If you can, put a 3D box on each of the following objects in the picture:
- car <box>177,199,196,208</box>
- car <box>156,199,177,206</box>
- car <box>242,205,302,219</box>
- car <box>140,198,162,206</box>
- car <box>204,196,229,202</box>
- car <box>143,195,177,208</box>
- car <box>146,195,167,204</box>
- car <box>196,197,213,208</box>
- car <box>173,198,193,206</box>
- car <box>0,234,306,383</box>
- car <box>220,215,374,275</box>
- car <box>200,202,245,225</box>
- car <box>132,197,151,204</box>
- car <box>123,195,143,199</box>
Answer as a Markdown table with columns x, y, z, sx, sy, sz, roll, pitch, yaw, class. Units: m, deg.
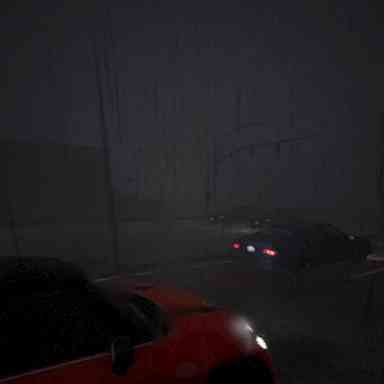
| x | y | z | sx | sy | sz | roll | pitch | yaw | class |
| --- | --- | --- | --- | --- | --- | --- | --- | --- | --- |
| -2.189 | 1.904 | 54.839 | 2.033 | 1.411 | 5.357 | 1 | 0 | -36 | car |
| -5.073 | 1.999 | 64.829 | 1.895 | 1.301 | 4.718 | 1 | 0 | -36 | car |
| 5.717 | 1.771 | 22.193 | 4.181 | 1.385 | 1.994 | 1 | 0 | -35 | car |
| -7.778 | 1.861 | 62.577 | 1.837 | 1.490 | 4.892 | 1 | 0 | -36 | car |
| 4.068 | 1.662 | 58.161 | 2.150 | 2.045 | 5.566 | 1 | -1 | -36 | car |
| -5.218 | 1.536 | 53.056 | 2.150 | 2.045 | 5.566 | 1 | 0 | -35 | car |
| -8.095 | 1.664 | 74.995 | 2.150 | 2.045 | 5.566 | 1 | 0 | -36 | car |
| 0.810 | 1.946 | 56.669 | 2.033 | 1.411 | 5.357 | 1 | 0 | -36 | car |
| -1.817 | 2.003 | 66.311 | 1.994 | 1.385 | 4.181 | 1 | 0 | -37 | car |
| -1.388 | 1.355 | 2.756 | 4.553 | 1.767 | 2.097 | 1 | -1 | -36 | car |
| 3.688 | 1.656 | 10.711 | 5.357 | 1.411 | 2.033 | 1 | 0 | -35 | car |
| 3.321 | 1.707 | 24.783 | 4.892 | 1.490 | 1.837 | 1 | -1 | -35 | car |
| -11.189 | 1.875 | 73.292 | 1.882 | 1.535 | 5.008 | 1 | 0 | -36 | car |
| -11.150 | 1.536 | 61.260 | 2.150 | 2.045 | 5.566 | 1 | 0 | -36 | car |
